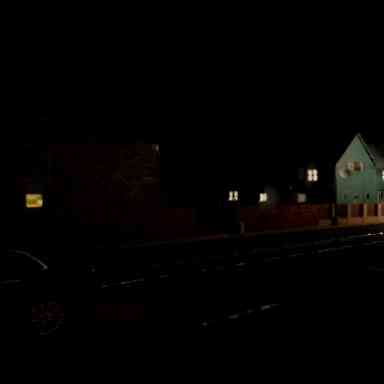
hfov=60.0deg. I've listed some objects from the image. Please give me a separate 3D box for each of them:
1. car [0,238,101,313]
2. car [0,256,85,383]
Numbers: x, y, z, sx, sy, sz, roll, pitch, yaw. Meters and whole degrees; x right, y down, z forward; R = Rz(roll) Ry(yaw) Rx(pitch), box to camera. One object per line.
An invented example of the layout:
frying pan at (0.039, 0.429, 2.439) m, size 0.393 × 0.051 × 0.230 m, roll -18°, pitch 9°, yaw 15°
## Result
car at (-3.853, 1.502, 4.929) m, size 4.892 × 1.490 × 1.837 m, roll 1°, pitch 0°, yaw -35°
car at (-3.262, 1.462, 1.359) m, size 5.008 × 1.535 × 1.882 m, roll 1°, pitch 0°, yaw -35°
